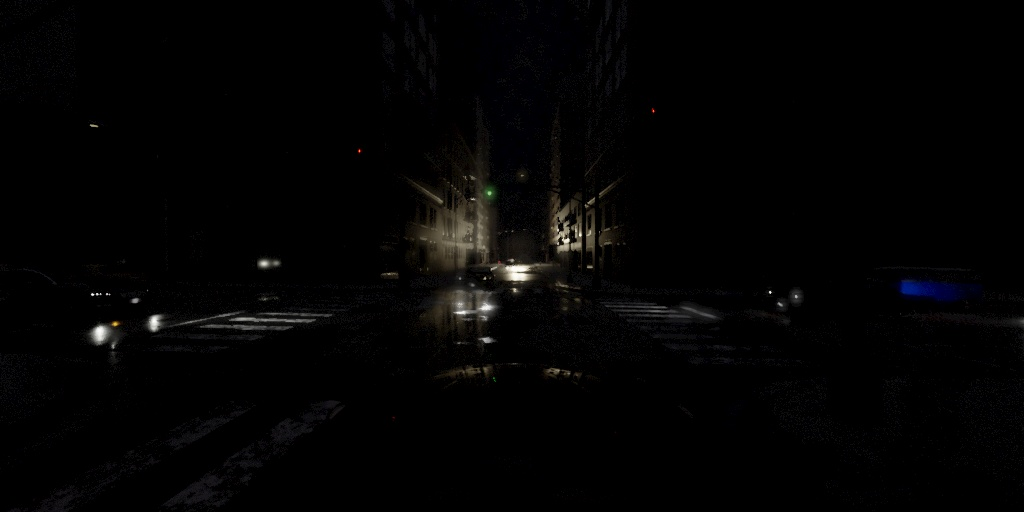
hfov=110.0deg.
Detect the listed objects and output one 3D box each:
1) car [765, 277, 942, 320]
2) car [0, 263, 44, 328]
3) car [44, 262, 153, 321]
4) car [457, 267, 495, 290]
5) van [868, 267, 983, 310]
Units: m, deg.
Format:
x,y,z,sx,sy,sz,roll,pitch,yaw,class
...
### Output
x,y,z,sx,sy,sz,roll,pitch,yaw,class
12.363,1.567,13.401,4.718,1.301,1.895,1,0,4,car
-14.695,0.886,8.254,5.009,1.841,2.192,0,0,2,car
-13.892,1.059,10.978,4.902,1.511,2.128,1,0,2,car
-2.180,1.364,22.697,1.895,1.301,4.718,0,0,2,car
17.948,1.382,15.807,3.998,1.789,1.690,0,0,2,van
